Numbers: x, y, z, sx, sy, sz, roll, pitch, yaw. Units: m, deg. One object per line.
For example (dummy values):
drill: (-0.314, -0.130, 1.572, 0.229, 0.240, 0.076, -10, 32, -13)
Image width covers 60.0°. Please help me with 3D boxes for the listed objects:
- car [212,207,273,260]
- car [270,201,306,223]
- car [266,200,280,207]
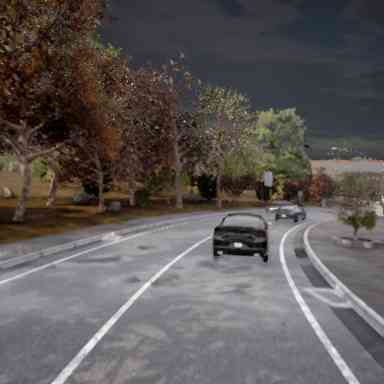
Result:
car: (2.041, 1.552, 12.927, 1.882, 1.535, 5.008, 1, 0, 13)
car: (8.609, 1.815, 28.898, 1.812, 1.442, 4.674, 3, 0, 30)
car: (10.016, 1.719, 37.651, 2.128, 1.511, 4.902, 4, 1, 38)
